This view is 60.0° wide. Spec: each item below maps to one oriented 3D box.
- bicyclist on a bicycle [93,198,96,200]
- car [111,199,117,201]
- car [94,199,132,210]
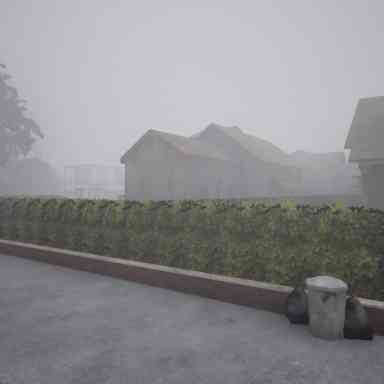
[{"bbox_3d":[-8.795,1.349,30.383,1.656,1.620,0.582,0,0,35],"label":"bicyclist on a bicycle"},{"bbox_3d":[-6.496,1.356,25.693,5.357,1.415,2.033,0,0,38],"label":"car"},{"bbox_3d":[-10.140,1.601,43.010,1.895,1.301,4.718,0,0,35],"label":"car"}]
